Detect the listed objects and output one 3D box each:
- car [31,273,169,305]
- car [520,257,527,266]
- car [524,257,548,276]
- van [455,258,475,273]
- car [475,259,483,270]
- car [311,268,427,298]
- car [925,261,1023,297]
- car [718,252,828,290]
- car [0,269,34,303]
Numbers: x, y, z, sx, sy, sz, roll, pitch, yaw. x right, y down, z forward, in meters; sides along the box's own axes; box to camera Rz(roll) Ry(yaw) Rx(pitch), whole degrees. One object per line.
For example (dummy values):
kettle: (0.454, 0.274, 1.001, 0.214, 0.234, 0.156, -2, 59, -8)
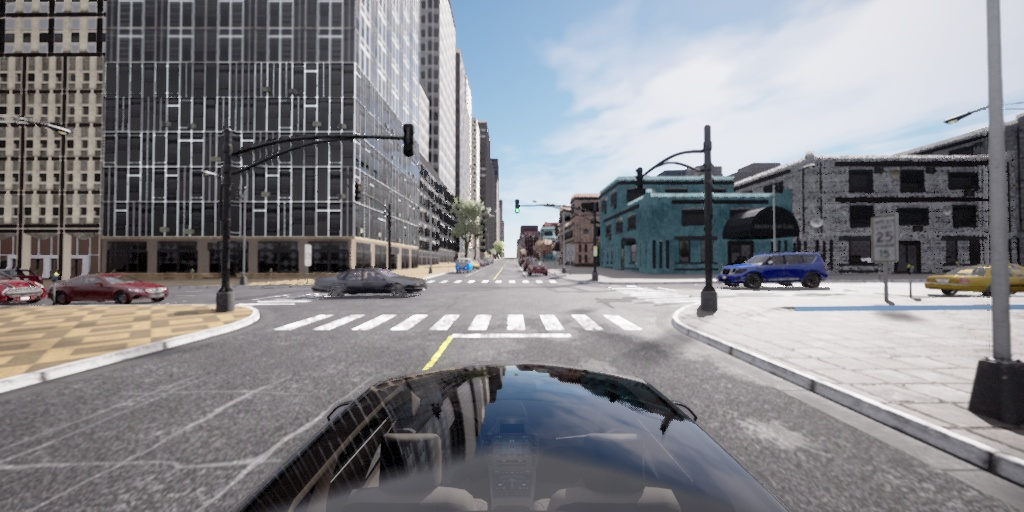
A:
car: (-17.445, 1.422, 15.543, 4.207, 1.307, 1.802, 0, 0, 0)
car: (2.601, 1.095, 48.769, 2.192, 1.841, 5.009, 0, 0, 0)
car: (2.623, 1.214, 37.421, 1.967, 1.591, 4.097, 0, 0, 0)
van: (-5.769, 1.119, 43.040, 1.690, 1.789, 3.998, 0, 0, 0)
car: (-5.790, 1.310, 54.218, 1.751, 1.417, 4.829, 0, 0, 0)
car: (-7.129, 1.325, 18.156, 5.357, 1.411, 2.033, -1, 0, 1)
car: (20.664, 1.000, 15.251, 4.829, 1.417, 1.751, 0, 0, 0)
car: (15.259, 0.848, 21.102, 5.566, 2.045, 2.150, -1, -1, 0)
car: (-23.129, 1.335, 15.586, 4.097, 1.591, 1.967, 0, 0, 0)
